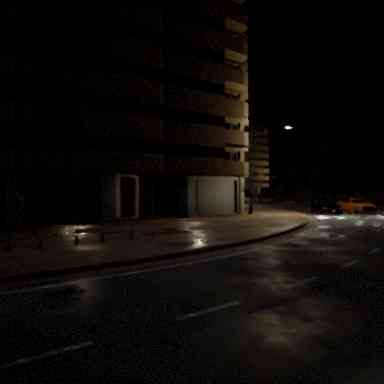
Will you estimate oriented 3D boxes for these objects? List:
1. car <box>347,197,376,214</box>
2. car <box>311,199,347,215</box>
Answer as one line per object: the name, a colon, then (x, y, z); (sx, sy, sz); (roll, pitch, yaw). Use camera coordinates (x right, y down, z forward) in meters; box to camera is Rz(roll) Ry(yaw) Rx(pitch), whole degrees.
car: (16.237, 1.322, 32.878); (1.882, 1.535, 5.008); (0, 0, 1)
car: (12.674, 1.387, 31.568); (1.812, 1.442, 4.674); (0, 0, 5)
